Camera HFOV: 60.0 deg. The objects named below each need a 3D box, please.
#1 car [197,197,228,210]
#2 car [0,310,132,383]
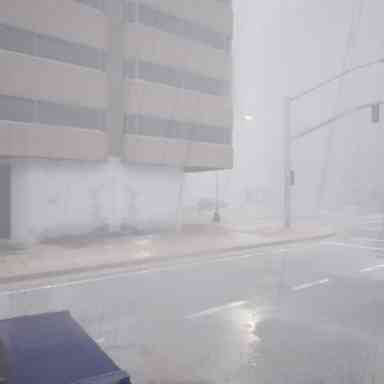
[{"bbox_3d":[2.649,1.499,43.410,1.837,1.490,4.892,0,0,-36],"label":"car"},{"bbox_3d":[-2.862,1.601,1.941,4.718,1.301,1.895,0,0,-35],"label":"car"}]
